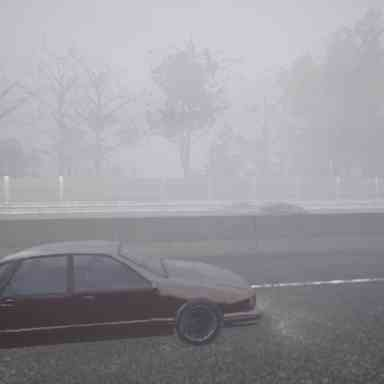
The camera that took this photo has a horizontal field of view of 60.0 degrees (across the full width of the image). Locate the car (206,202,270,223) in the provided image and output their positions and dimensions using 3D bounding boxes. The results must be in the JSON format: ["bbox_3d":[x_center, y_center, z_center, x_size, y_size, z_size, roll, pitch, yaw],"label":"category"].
[{"bbox_3d":[3.267,1.449,24.171,4.181,1.385,1.994,0,0,-10],"label":"car"}]

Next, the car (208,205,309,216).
[{"bbox_3d":[3.424,1.513,17.095,4.718,1.301,1.895,0,0,-10],"label":"car"}]

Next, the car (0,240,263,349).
[{"bbox_3d":[-1.683,1.538,5.362,5.357,1.411,2.033,0,0,-10],"label":"car"}]

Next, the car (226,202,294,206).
[{"bbox_3d":[4.885,1.393,20.895,4.892,1.490,1.837,0,0,-10],"label":"car"}]
